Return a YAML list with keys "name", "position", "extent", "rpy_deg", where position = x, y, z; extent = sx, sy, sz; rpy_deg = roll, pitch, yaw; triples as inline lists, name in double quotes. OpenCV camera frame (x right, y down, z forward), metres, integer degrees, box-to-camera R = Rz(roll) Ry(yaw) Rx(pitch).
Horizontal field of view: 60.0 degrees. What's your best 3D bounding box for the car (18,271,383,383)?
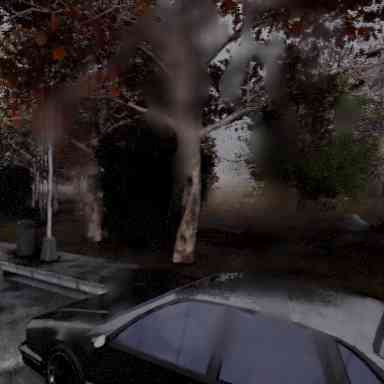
- name: "car"
  position: [0.526, 1.556, 3.187]
  extent: [5.357, 1.411, 2.033]
  rpy_deg: [0, 0, 35]
